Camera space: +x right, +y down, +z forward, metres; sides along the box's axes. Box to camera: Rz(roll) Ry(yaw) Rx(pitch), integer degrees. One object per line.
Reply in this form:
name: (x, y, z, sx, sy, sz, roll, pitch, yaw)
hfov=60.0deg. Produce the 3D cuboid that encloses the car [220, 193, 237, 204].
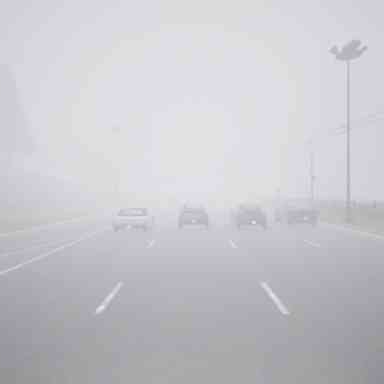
car: (6.996, 1.202, 61.782, 2.150, 2.045, 5.566, 0, 0, 0)

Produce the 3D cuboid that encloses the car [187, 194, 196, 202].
car: (-0.004, 1.288, 72.172, 1.882, 1.535, 5.008, 0, 0, 0)

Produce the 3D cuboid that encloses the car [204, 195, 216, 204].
car: (3.496, 1.545, 62.169, 1.994, 1.385, 4.181, 0, 0, 0)

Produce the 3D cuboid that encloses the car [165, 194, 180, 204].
car: (-3.504, 1.486, 61.752, 1.837, 1.490, 4.892, 0, 0, 0)

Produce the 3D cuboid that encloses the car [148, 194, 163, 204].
car: (-7.004, 1.545, 62.198, 1.994, 1.385, 4.181, 0, 0, 0)

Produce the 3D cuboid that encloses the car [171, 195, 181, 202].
car: (-3.504, 1.405, 72.202, 1.895, 1.301, 4.718, 0, 0, 0)

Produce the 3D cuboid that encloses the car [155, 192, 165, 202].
car: (-7.004, 1.036, 72.231, 2.150, 2.045, 5.566, 0, 0, 0)

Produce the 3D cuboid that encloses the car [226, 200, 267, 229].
car: (3.599, 1.498, 21.701, 1.837, 1.490, 4.892, 0, 0, 0)

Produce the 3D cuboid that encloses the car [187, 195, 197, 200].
car: (-0.004, 1.507, 62.169, 1.812, 1.442, 4.674, 0, 0, 0)

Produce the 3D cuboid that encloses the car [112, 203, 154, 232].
car: (-3.402, 1.595, 20.126, 1.895, 1.301, 4.718, 0, 0, 0)

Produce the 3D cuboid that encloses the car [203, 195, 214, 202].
car: (3.496, 1.335, 72.172, 2.128, 1.511, 4.902, 0, 0, 0)

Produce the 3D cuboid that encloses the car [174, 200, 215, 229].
car: (0.098, 1.485, 21.620, 2.128, 1.511, 4.902, 0, 0, 0)

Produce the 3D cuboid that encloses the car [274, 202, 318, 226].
car: (7.099, 1.470, 23.215, 1.882, 1.535, 5.008, 0, 0, 0)
